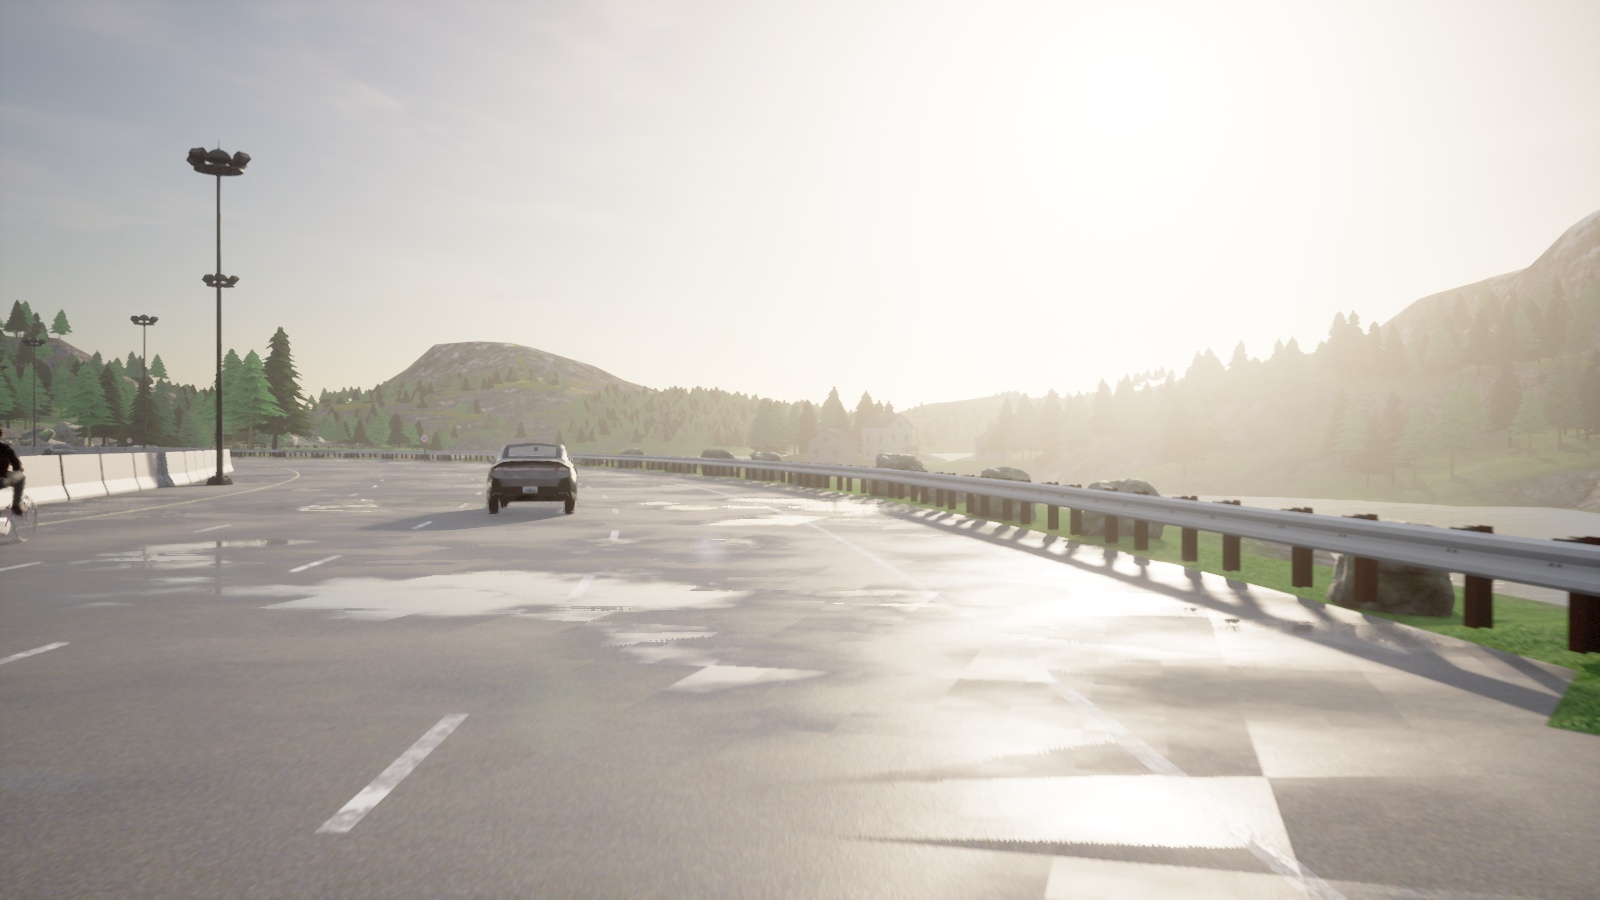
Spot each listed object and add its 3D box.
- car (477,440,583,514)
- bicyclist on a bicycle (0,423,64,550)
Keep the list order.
[{"bbox_3d":[-5.957,0.539,28.252,2.128,1.511,4.902,0,0,-10],"label":"car"},{"bbox_3d":[-11.634,0.505,18.493,0.659,1.776,1.843,-1,1,-7],"label":"bicyclist on a bicycle"}]
